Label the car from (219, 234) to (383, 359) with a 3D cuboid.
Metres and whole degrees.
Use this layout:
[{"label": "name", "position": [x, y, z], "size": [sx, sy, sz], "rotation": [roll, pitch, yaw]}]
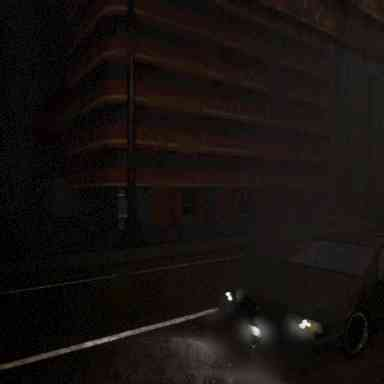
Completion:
[{"label": "car", "position": [3.052, 1.539, 6.167], "size": [5.357, 1.411, 2.033], "rotation": [0, 0, -35]}]
